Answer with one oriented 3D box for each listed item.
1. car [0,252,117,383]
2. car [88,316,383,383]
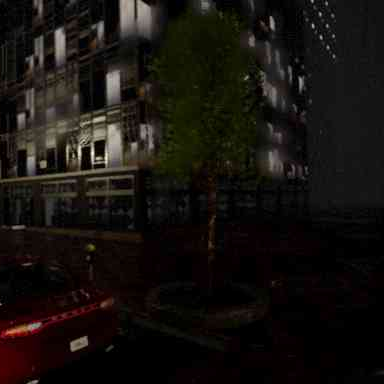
[{"bbox_3d":[-3.086,1.596,5.055,4.507,1.381,1.887,-1,-2,36],"label":"car"},{"bbox_3d":[1.552,1.579,1.744,4.206,1.307,1.802,-1,-2,36],"label":"car"}]
